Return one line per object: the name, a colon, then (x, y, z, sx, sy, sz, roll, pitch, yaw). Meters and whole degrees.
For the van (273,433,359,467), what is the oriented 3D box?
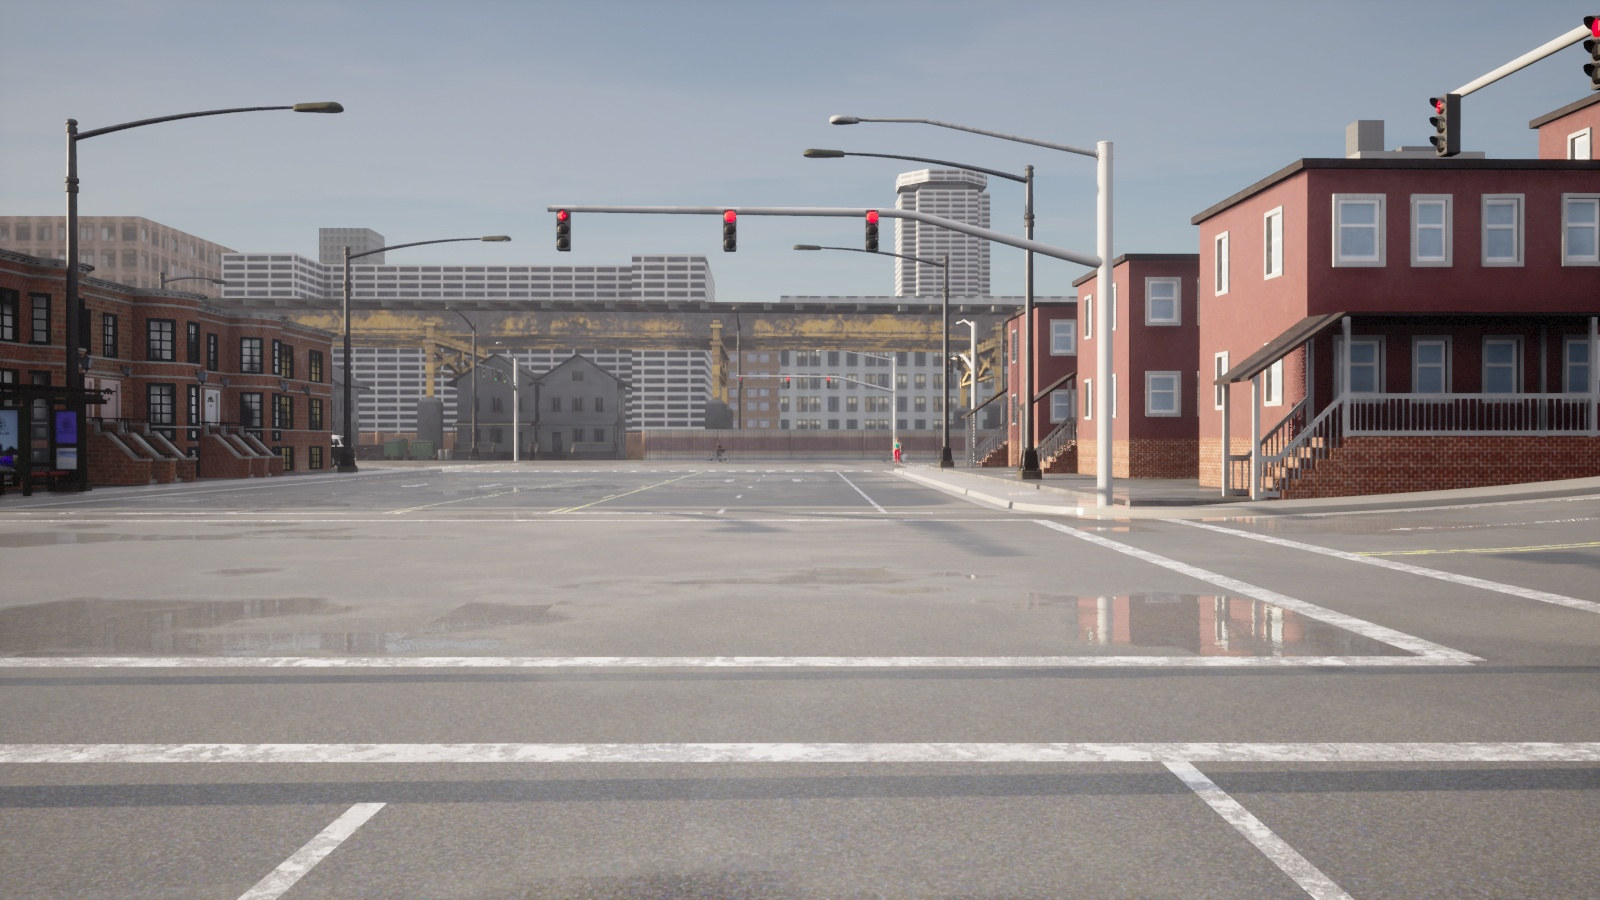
van: (-29.763, 0.010, 77.297, 4.480, 2.038, 2.069, 0, 0, 0)
